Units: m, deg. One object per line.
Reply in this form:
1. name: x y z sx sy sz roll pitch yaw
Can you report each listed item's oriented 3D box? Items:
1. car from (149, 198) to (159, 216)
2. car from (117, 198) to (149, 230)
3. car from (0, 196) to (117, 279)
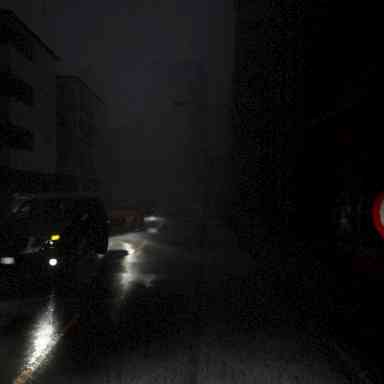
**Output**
1. car: -4.051 1.313 30.306 1.837 1.490 4.892 0 0 0
2. car: -4.073 1.350 20.182 1.882 1.535 5.008 0 0 0
3. car: -4.089 1.157 10.162 2.150 2.045 5.566 0 0 0
